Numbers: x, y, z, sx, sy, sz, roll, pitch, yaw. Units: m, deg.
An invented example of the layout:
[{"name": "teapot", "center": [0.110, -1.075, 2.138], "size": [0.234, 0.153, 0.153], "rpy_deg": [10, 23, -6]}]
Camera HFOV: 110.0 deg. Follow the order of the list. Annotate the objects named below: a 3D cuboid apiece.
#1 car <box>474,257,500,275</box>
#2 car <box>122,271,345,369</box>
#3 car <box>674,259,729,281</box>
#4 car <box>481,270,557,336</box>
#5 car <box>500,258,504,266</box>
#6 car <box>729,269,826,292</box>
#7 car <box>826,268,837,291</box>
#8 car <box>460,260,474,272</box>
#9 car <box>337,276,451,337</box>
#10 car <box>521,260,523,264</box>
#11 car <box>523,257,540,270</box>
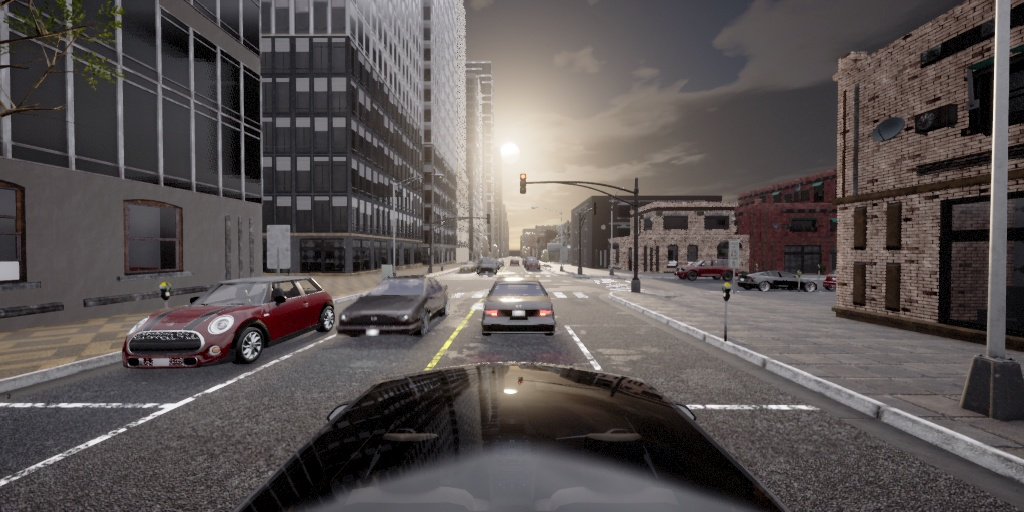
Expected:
[{"name": "car", "center": [-2.641, 1.093, 38.225], "size": [2.097, 1.767, 4.553], "rpy_deg": [0, 0, -3]}, {"name": "car", "center": [-5.654, 1.188, 7.786], "size": [1.967, 1.591, 4.097], "rpy_deg": [0, 0, 0]}, {"name": "car", "center": [16.713, 1.164, 30.889], "size": [5.009, 1.841, 2.192], "rpy_deg": [0, 0, 1]}, {"name": "car", "center": [0.158, 1.295, 10.350], "size": [2.033, 1.411, 5.357], "rpy_deg": [0, 0, 0]}, {"name": "car", "center": [-2.741, 1.285, 54.289], "size": [2.033, 1.411, 5.357], "rpy_deg": [0, 0, 0]}, {"name": "car", "center": [16.550, 1.546, 22.512], "size": [4.313, 1.339, 1.948], "rpy_deg": [0, 0, 1]}, {"name": "car", "center": [22.097, 1.473, 22.403], "size": [4.097, 1.591, 1.967], "rpy_deg": [0, 0, 1]}, {"name": "car", "center": [-5.534, 1.265, 45.564], "size": [1.751, 1.417, 4.829], "rpy_deg": [0, 0, 0]}, {"name": "car", "center": [-3.044, 1.295, 10.519], "size": [2.033, 1.411, 5.357], "rpy_deg": [0, 0, 0]}, {"name": "car", "center": [3.099, 1.051, 62.553], "size": [2.192, 1.841, 5.009], "rpy_deg": [0, 0, 0]}, {"name": "car", "center": [3.023, 1.178, 51.265], "size": [1.967, 1.591, 4.097], "rpy_deg": [0, 0, 0]}]
